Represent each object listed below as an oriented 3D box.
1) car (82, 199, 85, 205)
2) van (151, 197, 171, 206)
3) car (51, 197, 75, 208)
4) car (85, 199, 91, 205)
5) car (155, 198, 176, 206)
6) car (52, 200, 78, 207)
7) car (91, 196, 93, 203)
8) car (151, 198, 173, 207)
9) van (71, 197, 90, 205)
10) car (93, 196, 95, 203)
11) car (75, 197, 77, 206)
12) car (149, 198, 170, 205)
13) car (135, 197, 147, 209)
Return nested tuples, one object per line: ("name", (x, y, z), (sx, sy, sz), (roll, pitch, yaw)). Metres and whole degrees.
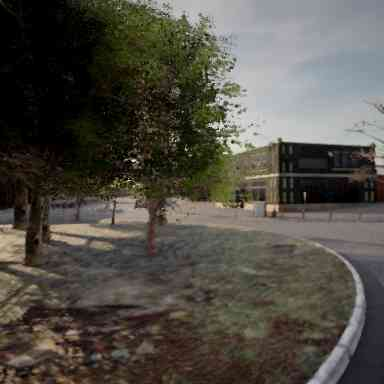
("car", (-27.400, 2.399, 75.120), (4.892, 1.521, 2.231), (0, 0, -8))
("van", (-6.905, 2.074, 73.583), (4.442, 1.987, 1.878), (0, 0, -8))
("car", (-25.741, 2.227, 64.208), (4.553, 1.767, 2.185), (0, 0, -8))
("car", (-28.234, 2.156, 80.570), (5.566, 2.045, 2.435), (0, 0, -8))
("car", (-5.596, 2.278, 65.341), (4.792, 1.488, 2.163), (0, 0, -8))
("car", (-26.580, 2.419, 69.661), (4.674, 1.452, 2.002), (0, 0, -8))
("car", (-28.427, 2.407, 83.329), (5.366, 1.575, 1.946), (0, 0, -8))
("car", (-6.332, 2.159, 70.727), (4.553, 1.767, 2.185), (0, 0, -8))
("van", (-28.902, 2.189, 86.047), (4.442, 1.987, 1.878), (0, 0, -8))
("car", (-29.427, 2.420, 88.756), (5.008, 1.535, 2.097), (0, 0, -8))
("car", (-26.182, 2.368, 66.934), (5.008, 1.535, 2.097), (0, 0, -8))
("car", (-8.014, 2.312, 81.849), (5.008, 1.535, 2.097), (0, 0, -8))
("car", (-9.122, 2.103, 59.277), (2.097, 1.767, 4.553), (0, 0, -11))
